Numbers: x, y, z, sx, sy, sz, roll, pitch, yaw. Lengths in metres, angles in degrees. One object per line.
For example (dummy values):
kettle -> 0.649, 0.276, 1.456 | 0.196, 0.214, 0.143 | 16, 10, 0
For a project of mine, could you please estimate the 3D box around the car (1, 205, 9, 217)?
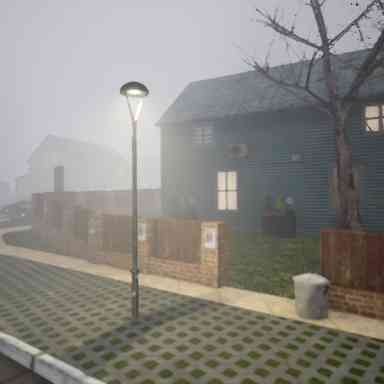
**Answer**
car -> -11.226, 1.000, 23.760 | 1.994, 1.385, 4.181 | -1, 1, 30

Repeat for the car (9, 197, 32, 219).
car -> -8.974, 1.022, 21.777 | 1.895, 1.301, 4.718 | -1, 1, 30
